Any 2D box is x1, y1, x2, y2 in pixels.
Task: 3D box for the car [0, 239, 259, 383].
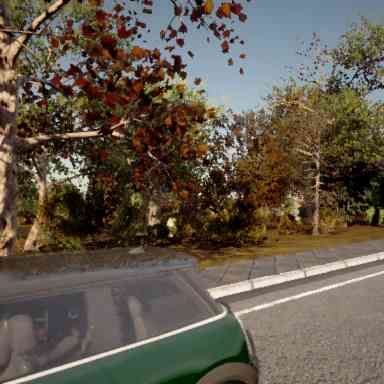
[{"bbox_3d":[-1.661,1.352,2.500,4.553,1.767,2.097,0,0,-35],"label":"car"}]
